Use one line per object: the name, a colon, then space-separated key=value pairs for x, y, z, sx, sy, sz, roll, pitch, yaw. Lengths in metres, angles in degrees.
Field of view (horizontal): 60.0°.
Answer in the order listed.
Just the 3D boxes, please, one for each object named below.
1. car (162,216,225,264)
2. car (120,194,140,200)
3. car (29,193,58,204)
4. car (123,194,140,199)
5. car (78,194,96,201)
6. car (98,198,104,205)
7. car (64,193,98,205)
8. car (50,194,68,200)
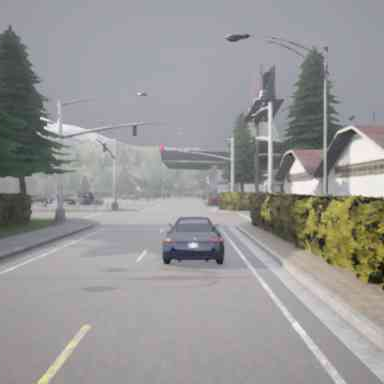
car: x=0.057 y=1.548 z=11.799 sx=1.994 sy=1.385 sz=4.181 roll=0 pitch=0 yaw=1
car: x=-16.456 y=1.223 z=87.962 sx=5.027 sy=1.636 sz=2.152 roll=0 pitch=0 yaw=-1
car: x=-24.673 y=1.032 z=53.616 sx=4.605 sy=1.855 sz=1.932 roll=0 pitch=0 yaw=-1
car: x=-16.527 y=1.228 z=91.099 sx=4.514 sy=1.523 sz=2.007 roll=0 pitch=0 yaw=-1
car: x=-24.057 y=1.226 z=76.070 sx=3.633 sy=1.501 sz=1.845 roll=0 pitch=0 yaw=-1
car: x=-16.194 y=1.295 z=53.706 sx=3.806 sy=1.475 sz=1.970 roll=0 pitch=0 yaw=-1
car: x=-16.785 y=1.015 z=50.377 sx=3.866 sy=1.878 sz=1.905 roll=0 pitch=0 yaw=-1
car: x=-35.122 y=1.276 z=87.995 sx=3.806 sy=1.475 sz=1.970 roll=0 pitch=0 yaw=-1
